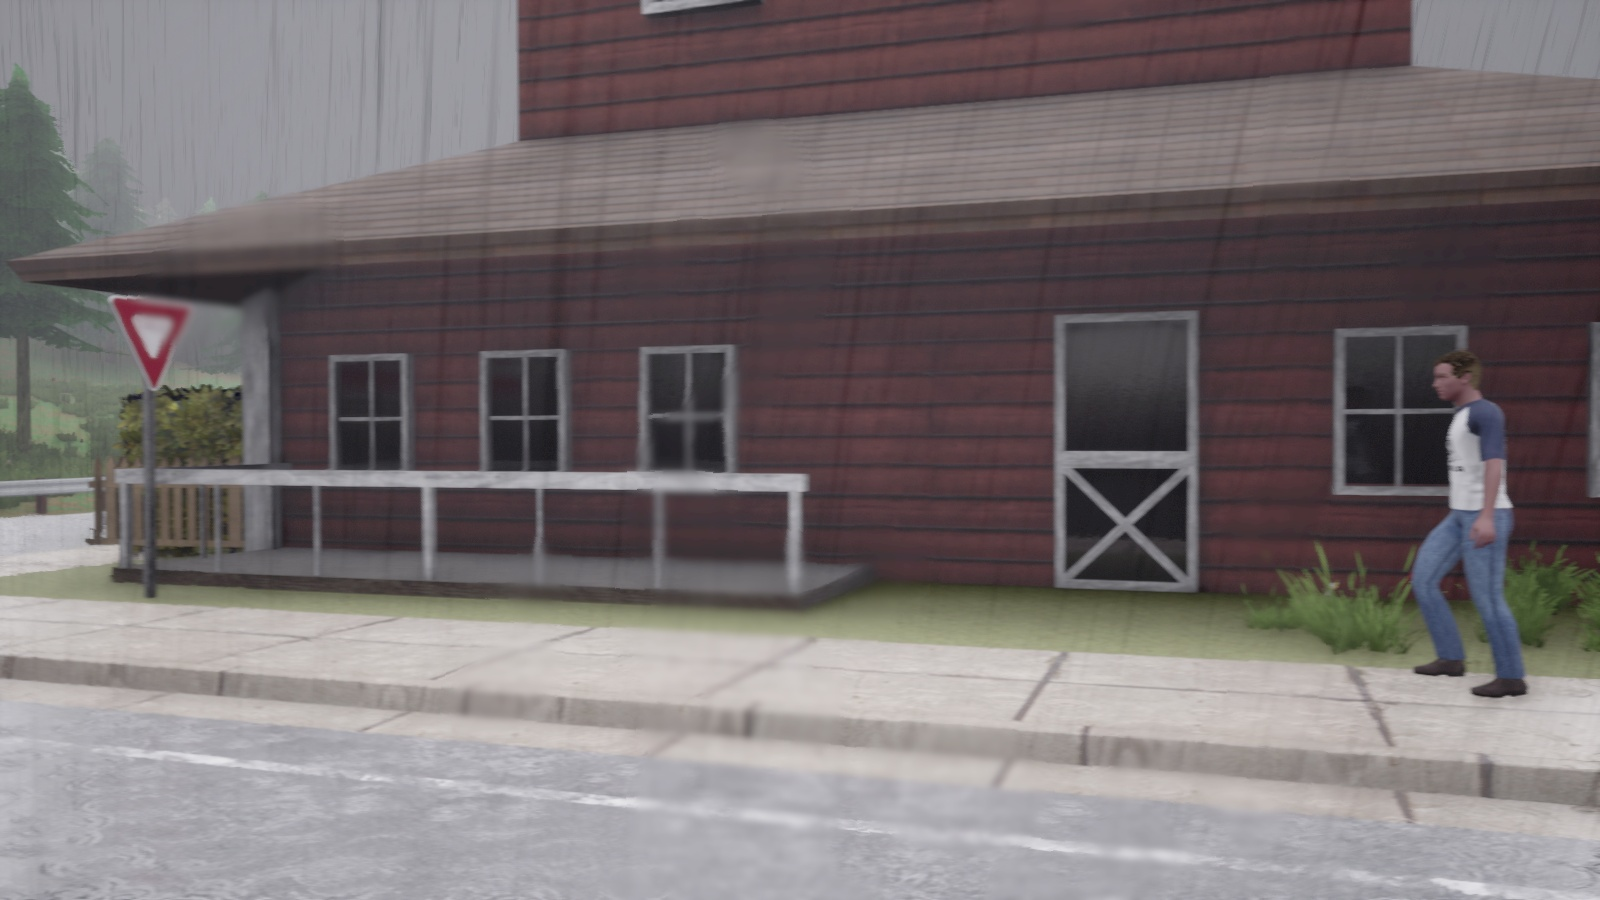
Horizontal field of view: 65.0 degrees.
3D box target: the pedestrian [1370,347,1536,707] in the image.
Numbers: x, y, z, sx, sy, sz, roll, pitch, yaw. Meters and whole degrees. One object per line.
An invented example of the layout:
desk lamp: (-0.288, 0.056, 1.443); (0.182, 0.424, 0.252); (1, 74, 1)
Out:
pedestrian: (3.444, 0.388, 6.659); (0.706, 1.836, 0.354); (0, 1, 16)
